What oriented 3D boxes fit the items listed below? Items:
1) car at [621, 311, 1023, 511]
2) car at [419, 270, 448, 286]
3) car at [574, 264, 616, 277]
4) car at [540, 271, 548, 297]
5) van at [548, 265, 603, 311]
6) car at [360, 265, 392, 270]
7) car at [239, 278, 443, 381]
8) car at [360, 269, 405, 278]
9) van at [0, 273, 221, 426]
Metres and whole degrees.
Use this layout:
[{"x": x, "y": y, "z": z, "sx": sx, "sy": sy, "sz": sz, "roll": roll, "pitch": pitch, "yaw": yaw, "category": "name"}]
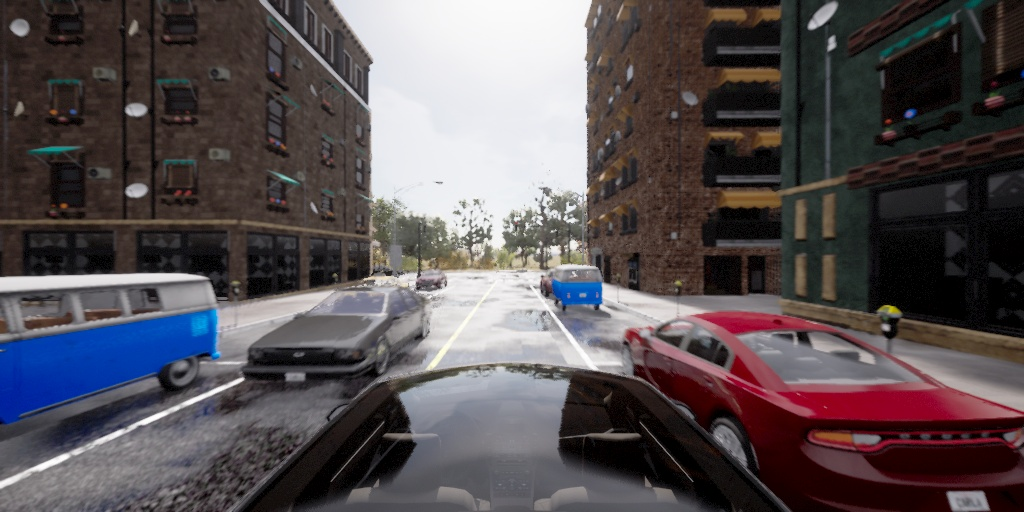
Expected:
[{"x": 2.690, "y": 1.331, "z": 4.328, "sx": 1.888, "sy": 1.381, "sz": 4.507, "roll": 0, "pitch": 0, "yaw": 0, "category": "car"}, {"x": -5.786, "y": 1.671, "z": 26.369, "sx": 1.802, "sy": 1.307, "sz": 4.207, "roll": 0, "pitch": 0, "yaw": 0, "category": "car"}, {"x": 10.473, "y": 1.790, "z": 45.404, "sx": 4.892, "sy": 1.490, "sz": 1.837, "roll": 0, "pitch": 0, "yaw": -8, "category": "car"}, {"x": 2.691, "y": 1.454, "z": 20.899, "sx": 1.967, "sy": 1.591, "sz": 4.097, "roll": 0, "pitch": 0, "yaw": 0, "category": "car"}, {"x": 2.691, "y": 1.279, "z": 15.376, "sx": 1.690, "sy": 1.789, "sz": 3.998, "roll": 0, "pitch": 0, "yaw": 0, "category": "van"}, {"x": -15.179, "y": 1.783, "z": 41.972, "sx": 5.008, "sy": 1.535, "sz": 1.882, "roll": 0, "pitch": 0, "yaw": -7, "category": "car"}, {"x": -3.099, "y": 1.382, "z": 7.802, "sx": 2.033, "sy": 1.411, "sz": 5.357, "roll": 0, "pitch": -1, "yaw": 0, "category": "car"}, {"x": -5.689, "y": 1.463, "z": 15.157, "sx": 1.751, "sy": 1.417, "sz": 4.829, "roll": 0, "pitch": 0, "yaw": 0, "category": "car"}, {"x": -5.690, "y": 1.126, "z": 4.280, "sx": 1.690, "sy": 1.789, "sz": 3.998, "roll": 0, "pitch": 0, "yaw": 0, "category": "van"}]
